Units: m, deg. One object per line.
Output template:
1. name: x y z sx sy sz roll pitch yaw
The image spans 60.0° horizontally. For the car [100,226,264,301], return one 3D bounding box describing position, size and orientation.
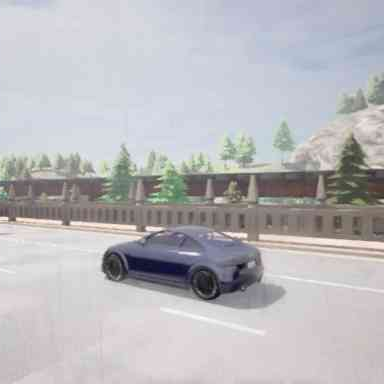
1. car: -0.359 1.551 8.351 4.181 1.385 1.994 0 0 35
